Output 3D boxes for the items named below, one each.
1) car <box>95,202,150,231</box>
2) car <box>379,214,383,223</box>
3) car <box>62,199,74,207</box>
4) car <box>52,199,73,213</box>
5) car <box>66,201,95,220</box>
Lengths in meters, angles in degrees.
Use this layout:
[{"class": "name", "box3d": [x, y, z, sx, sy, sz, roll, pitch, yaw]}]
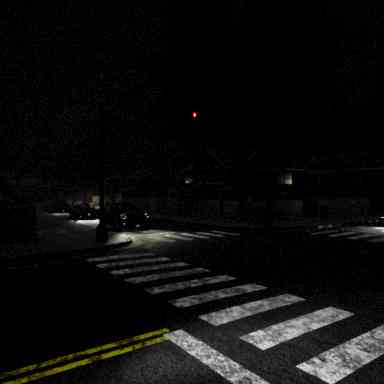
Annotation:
[{"class": "car", "box3d": [-4.589, 1.519, 22.355, 2.097, 1.767, 4.553, 0, 0, -34]}, {"class": "car", "box3d": [14.533, 1.512, 22.021, 5.357, 1.411, 2.033, 0, 0, -35]}, {"class": "car", "box3d": [-23.725, 2.007, 63.582, 1.812, 1.442, 4.674, 0, 0, -23]}, {"class": "car", "box3d": [-16.493, 1.873, 41.842, 2.033, 1.411, 5.357, 0, 0, -28]}, {"class": "car", "box3d": [-9.969, 1.799, 30.677, 1.994, 1.385, 4.181, 0, 0, -31]}]
